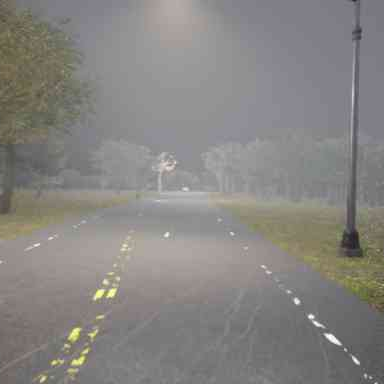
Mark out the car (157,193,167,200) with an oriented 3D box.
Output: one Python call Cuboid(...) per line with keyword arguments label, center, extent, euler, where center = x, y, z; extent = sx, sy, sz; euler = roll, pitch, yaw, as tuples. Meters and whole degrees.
Cuboid(label="car", center=(-6.436, 1.002, 72.089), extent=(2.128, 1.511, 4.902), euler=(2, 0, 0))
